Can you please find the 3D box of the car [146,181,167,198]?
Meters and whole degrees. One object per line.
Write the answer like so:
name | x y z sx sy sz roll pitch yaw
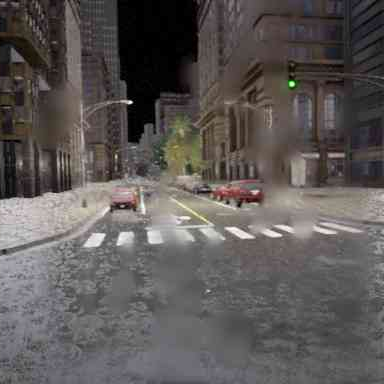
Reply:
car | -4.378 -0.182 38.560 2.033 1.411 5.357 -2 3 -9

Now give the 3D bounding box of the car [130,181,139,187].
car | -13.350 -1.898 77.511 1.947 1.339 4.313 -1 3 -9

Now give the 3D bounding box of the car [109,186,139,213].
car | -4.673 0.550 22.843 1.887 1.381 4.507 -1 3 -9

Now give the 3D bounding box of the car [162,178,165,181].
car | -5.801 -2.407 84.309 1.947 1.339 4.313 -1 3 -9

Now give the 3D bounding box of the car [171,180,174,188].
car | -2.328 -1.352 62.443 1.802 1.307 4.206 -1 3 -9

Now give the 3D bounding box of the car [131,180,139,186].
car | -15.086 -2.425 88.441 1.947 1.339 4.313 -1 3 -9

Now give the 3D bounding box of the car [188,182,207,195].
car | 1.143 -0.381 40.573 1.947 1.339 4.313 -1 3 -9

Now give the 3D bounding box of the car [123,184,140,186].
car | -5.540 0.323 28.309 2.008 1.369 4.403 -1 3 -9

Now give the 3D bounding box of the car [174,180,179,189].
car | -1.462 -1.242 56.969 1.967 1.590 4.097 -1 3 -9

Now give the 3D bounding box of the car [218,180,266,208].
car | 3.741 0.075 24.160 2.192 1.841 5.009 -1 3 -9

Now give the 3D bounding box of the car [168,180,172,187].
car | -3.196 -1.624 67.910 1.947 1.339 4.313 -1 3 -9

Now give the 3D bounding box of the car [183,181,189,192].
car | 0.248 -0.670 46.206 1.752 1.417 4.829 -1 3 -9

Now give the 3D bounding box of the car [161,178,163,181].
car | -6.696 -2.720 89.940 1.752 1.417 4.829 -1 3 -9

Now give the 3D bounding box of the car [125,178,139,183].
car | -8.146 -0.626 44.700 2.192 1.841 5.009 -1 3 -9

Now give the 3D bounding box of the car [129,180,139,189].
car | -11.615 -1.503 66.572 1.967 1.590 4.097 -1 3 -9

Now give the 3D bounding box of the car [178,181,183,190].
car | -0.592 -0.851 51.508 1.802 1.307 4.206 -1 3 -9

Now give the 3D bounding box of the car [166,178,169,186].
car | -4.064 -1.883 73.376 1.947 1.339 4.313 -1 3 -9

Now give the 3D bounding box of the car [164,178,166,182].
car | -4.959 -2.193 79.008 1.752 1.417 4.829 -1 3 -9

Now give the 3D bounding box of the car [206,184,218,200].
car | 2.877 0.071 29.637 1.887 1.381 4.507 -1 3 -9

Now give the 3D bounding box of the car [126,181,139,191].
car | -9.879 -0.995 55.639 1.967 1.590 4.097 -1 3 -9
